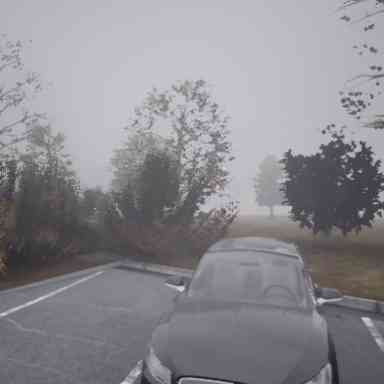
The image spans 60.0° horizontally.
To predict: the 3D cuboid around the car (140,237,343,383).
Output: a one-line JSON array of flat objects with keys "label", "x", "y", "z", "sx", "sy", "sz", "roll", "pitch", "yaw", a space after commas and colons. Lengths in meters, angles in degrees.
[{"label": "car", "x": 0.884, "y": 1.493, "z": 4.873, "sx": 2.231, "sy": 1.521, "sz": 4.892, "roll": 0, "pitch": -1, "yaw": 15}]
